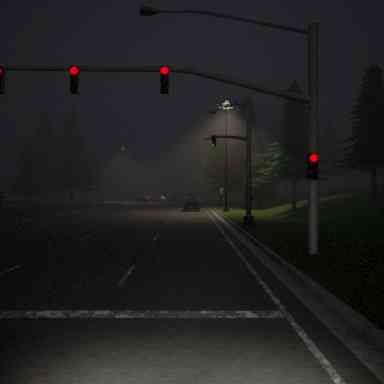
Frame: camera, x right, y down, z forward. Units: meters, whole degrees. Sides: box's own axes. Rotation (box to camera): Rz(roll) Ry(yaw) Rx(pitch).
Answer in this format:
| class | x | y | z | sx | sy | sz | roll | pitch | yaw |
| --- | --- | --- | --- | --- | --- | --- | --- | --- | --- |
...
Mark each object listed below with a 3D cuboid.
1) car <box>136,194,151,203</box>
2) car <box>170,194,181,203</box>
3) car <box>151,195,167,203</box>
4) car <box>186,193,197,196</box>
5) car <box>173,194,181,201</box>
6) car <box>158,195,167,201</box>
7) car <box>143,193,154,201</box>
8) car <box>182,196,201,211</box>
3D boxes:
| class | x | y | z | sx | sy | sz | roll | pitch | yaw |
| --- | --- | --- | --- | --- | --- | --- | --- | --- | --- |
| car | -10.592 | 1.529 | 70.353 | 2.033 | 1.411 | 5.357 | 0 | 0 | 0 |
| car | -3.593 | 1.542 | 70.779 | 1.994 | 1.385 | 4.181 | 0 | 0 | 0 |
| car | -7.093 | 1.585 | 70.804 | 1.895 | 1.301 | 4.718 | 0 | 0 | 0 |
| car | -0.092 | 1.214 | 70.397 | 2.150 | 2.045 | 5.566 | 0 | 0 | 0 |
| car | -3.606 | 1.307 | 80.782 | 1.882 | 1.535 | 5.008 | 0 | 0 | 0 |
| car | -7.106 | 1.353 | 80.778 | 1.812 | 1.442 | 4.674 | 0 | 0 | 0 |
| car | -10.606 | 1.184 | 80.743 | 2.097 | 1.767 | 4.553 | 0 | 0 | 0 |
| car | -0.052 | 1.524 | 39.754 | 1.812 | 1.442 | 4.674 | 0 | 0 | 0 |
